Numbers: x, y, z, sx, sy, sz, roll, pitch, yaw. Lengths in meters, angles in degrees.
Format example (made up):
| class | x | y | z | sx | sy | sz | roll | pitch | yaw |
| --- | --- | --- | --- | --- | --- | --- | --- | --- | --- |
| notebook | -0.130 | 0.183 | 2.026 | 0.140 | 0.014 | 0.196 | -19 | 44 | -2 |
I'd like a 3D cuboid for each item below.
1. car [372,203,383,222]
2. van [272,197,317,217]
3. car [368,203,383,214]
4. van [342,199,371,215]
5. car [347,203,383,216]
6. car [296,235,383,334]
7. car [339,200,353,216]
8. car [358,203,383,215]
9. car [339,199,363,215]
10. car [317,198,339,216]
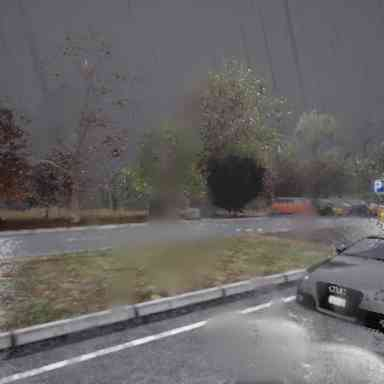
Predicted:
| class | x | y | z | sx | sy | sz | roll | pitch | yaw |
| --- | --- | --- | --- | --- | --- | --- | --- | --- | --- |
| car | 16.145 | 1.744 | 23.554 | 1.946 | 1.575 | 5.366 | 2 | -1 | -35 |
| van | 10.722 | 1.589 | 36.123 | 1.878 | 1.987 | 4.442 | 2 | -1 | -35 |
| car | 28.924 | 2.515 | 48.941 | 2.231 | 1.521 | 4.892 | 2 | -1 | -35 |
| van | 19.839 | 1.928 | 42.618 | 1.878 | 1.987 | 4.442 | 2 | -1 | -35 |
| car | 24.311 | 2.330 | 45.655 | 2.097 | 1.535 | 5.008 | 2 | -1 | -35 |
| car | 3.959 | 1.583 | 6.508 | 4.181 | 1.385 | 1.994 | 0 | 0 | -35 |
| car | 15.500 | 1.973 | 39.156 | 1.946 | 1.575 | 5.366 | 2 | -1 | -35 |
| car | 26.668 | 2.424 | 47.335 | 2.097 | 1.535 | 5.008 | 2 | -1 | -35 |
| car | 17.649 | 2.065 | 40.906 | 2.231 | 1.521 | 4.892 | 2 | -1 | -35 |
| car | 13.129 | 1.641 | 37.728 | 2.435 | 2.045 | 5.566 | 2 | -1 | -35 |
